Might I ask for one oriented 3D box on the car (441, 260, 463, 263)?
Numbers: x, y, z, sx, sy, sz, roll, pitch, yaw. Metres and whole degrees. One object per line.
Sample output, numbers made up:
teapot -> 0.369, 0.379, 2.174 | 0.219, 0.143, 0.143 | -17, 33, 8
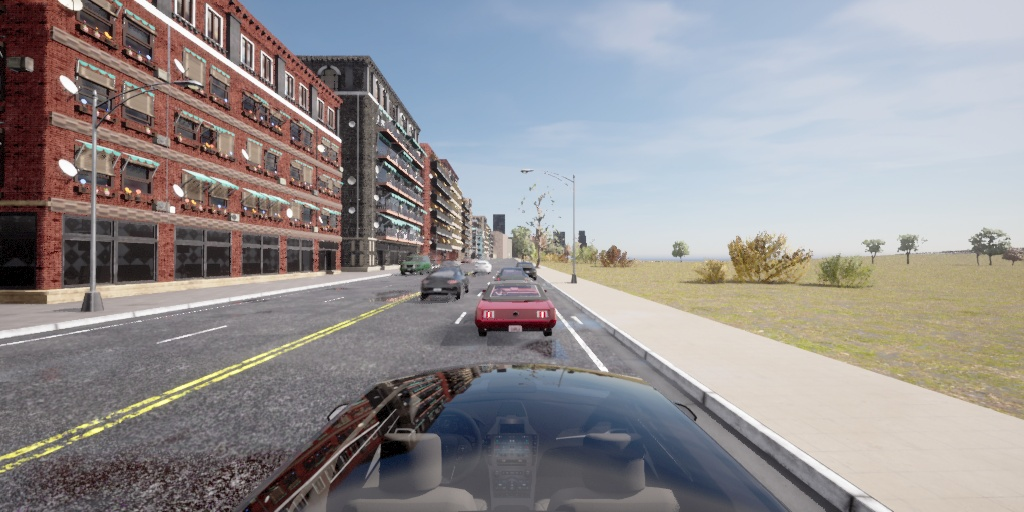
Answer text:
car -> -6.700, 1.258, 37.838 | 1.837, 1.490, 4.892 | 0, 0, 0

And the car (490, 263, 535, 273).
car -> 0.040, 1.317, 20.341 | 1.994, 1.385, 4.181 | 0, 0, 0

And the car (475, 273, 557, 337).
car -> 0.077, 1.352, 10.311 | 1.895, 1.301, 4.718 | 0, 0, 0

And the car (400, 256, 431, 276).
car -> -9.949, 0.975, 37.464 | 2.150, 2.045, 5.566 | 0, 0, 0

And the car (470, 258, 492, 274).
car -> -3.256, 1.279, 40.201 | 1.812, 1.442, 4.674 | 0, 0, 0

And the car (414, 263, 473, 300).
car -> -3.196, 1.278, 17.649 | 1.812, 1.442, 4.674 | 0, 0, 0

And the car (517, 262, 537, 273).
car -> 1.059, 1.259, 30.335 | 1.837, 1.490, 4.892 | 0, 0, 0
